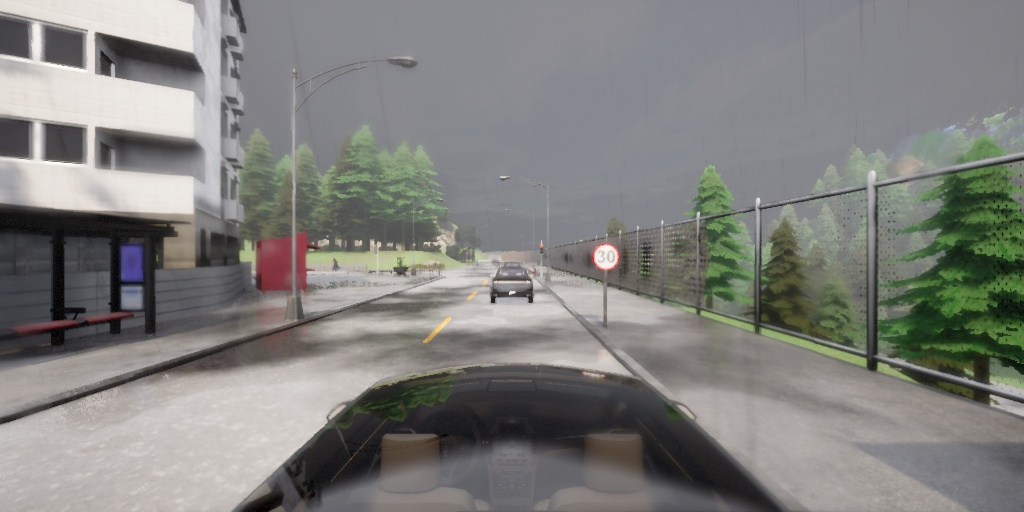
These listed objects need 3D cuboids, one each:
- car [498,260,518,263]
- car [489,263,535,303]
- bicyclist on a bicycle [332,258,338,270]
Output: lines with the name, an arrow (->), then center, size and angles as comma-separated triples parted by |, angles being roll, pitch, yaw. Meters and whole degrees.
car -> 0.000, 1.265, 31.500 | 1.837, 1.490, 4.892 | 0, 0, 0
car -> 0.000, 1.244, 16.500 | 2.128, 1.511, 4.902 | 0, 0, 0
bicyclist on a bicycle -> -24.156, 1.097, 48.892 | 0.582, 1.620, 1.656 | 0, 0, 0
